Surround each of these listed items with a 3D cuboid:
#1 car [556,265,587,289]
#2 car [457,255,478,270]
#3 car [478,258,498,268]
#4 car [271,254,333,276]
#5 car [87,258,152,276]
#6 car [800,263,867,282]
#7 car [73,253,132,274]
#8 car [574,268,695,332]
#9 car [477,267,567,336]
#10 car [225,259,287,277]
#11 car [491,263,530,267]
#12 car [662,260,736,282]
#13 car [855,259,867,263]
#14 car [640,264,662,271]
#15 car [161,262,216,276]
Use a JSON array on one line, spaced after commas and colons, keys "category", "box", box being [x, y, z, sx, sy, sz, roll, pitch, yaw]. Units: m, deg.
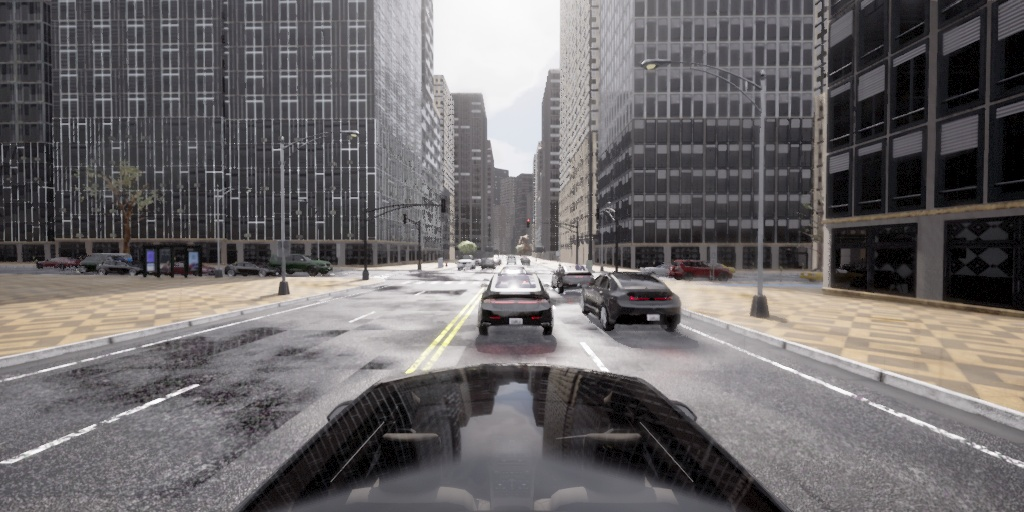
[{"category": "car", "box": [3.330, 1.231, 20.136, 2.128, 1.511, 4.902, 0, 0, 0]}, {"category": "car", "box": [-6.649, 0.926, 52.603, 2.150, 2.045, 5.566, 0, 1, 0]}, {"category": "car", "box": [-3.398, 1.190, 52.162, 1.882, 1.535, 5.008, 0, 1, 0]}, {"category": "car", "box": [-20.135, 0.808, 34.131, 5.566, 2.045, 2.150, 0, 1, 1]}, {"category": "car", "box": [-34.131, 1.068, 31.772, 4.313, 1.339, 1.948, 0, 0, 1]}, {"category": "car", "box": [27.608, 1.577, 30.813, 4.829, 1.417, 1.751, 0, 0, 1]}, {"category": "car", "box": [-38.470, 0.772, 34.491, 4.553, 1.767, 2.097, 0, 1, 1]}, {"category": "car", "box": [3.339, 1.247, 10.894, 1.837, 1.490, 4.892, 0, -1, 0]}, {"category": "car", "box": [0.090, 1.237, 10.393, 2.128, 1.511, 4.902, 0, 0, 0]}, {"category": "car", "box": [-22.766, 1.172, 31.479, 4.313, 1.339, 1.948, 0, 0, 1]}, {"category": "car", "box": [0.079, 1.287, 20.128, 2.033, 1.411, 5.357, 0, 0, 0]}, {"category": "car", "box": [16.159, 1.268, 30.997, 5.009, 1.841, 2.192, 0, 0, 1]}, {"category": "car", "box": [36.759, 1.260, 36.432, 5.566, 2.045, 2.150, 1, 1, 1]}, {"category": "car", "box": [15.594, 1.455, 36.778, 4.718, 1.301, 1.895, 0, 1, 1]}, {"category": "car", "box": [-28.450, 1.137, 31.606, 4.207, 1.307, 1.802, 0, 0, 1]}]
